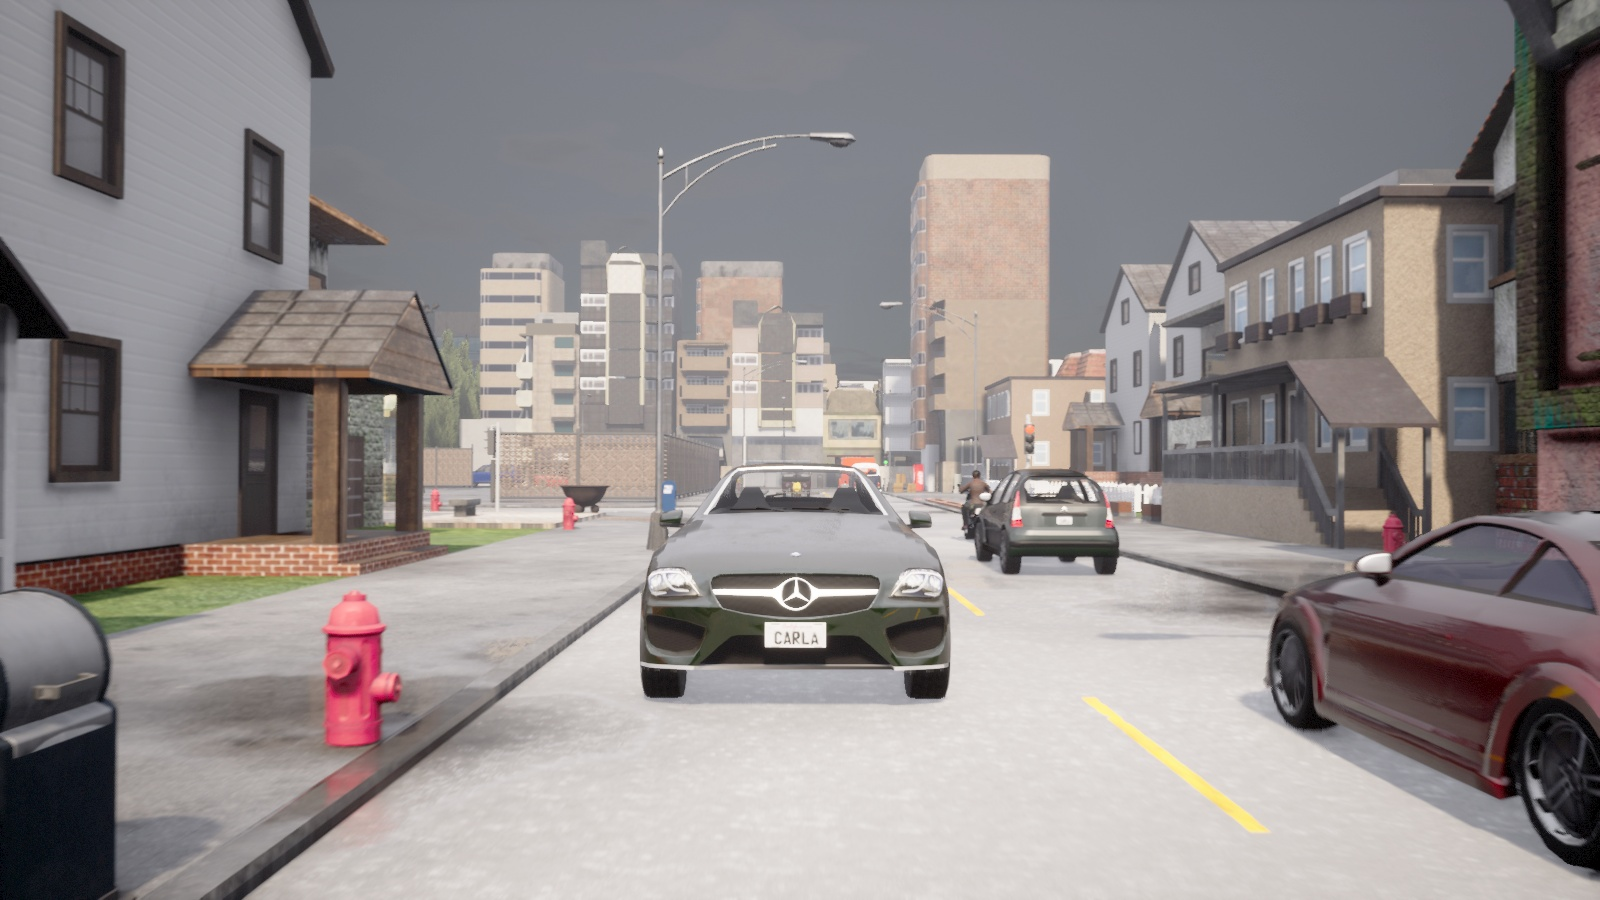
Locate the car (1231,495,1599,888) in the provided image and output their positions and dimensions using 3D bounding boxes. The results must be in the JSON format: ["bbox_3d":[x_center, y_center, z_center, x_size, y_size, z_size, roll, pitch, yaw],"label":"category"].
[{"bbox_3d":[3.982,0.973,6.582,1.994,1.385,4.181,0,-1,0],"label":"car"}]

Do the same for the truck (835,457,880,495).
[{"bbox_3d":[3.803,1.720,84.054,2.627,2.467,5.204,0,-1,-1],"label":"truck"}]

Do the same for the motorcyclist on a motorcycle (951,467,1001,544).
[{"bbox_3d":[3.929,1.222,28.227,0.766,1.649,2.350,0,-1,0],"label":"motorcyclist on a motorcycle"}]

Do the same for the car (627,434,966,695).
[{"bbox_3d":[-0.030,0.769,10.514,2.152,1.651,5.027,0,-1,0],"label":"car"}]

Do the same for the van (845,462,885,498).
[{"bbox_3d":[3.818,1.766,74.247,2.069,2.038,4.480,0,-1,-1],"label":"van"}]

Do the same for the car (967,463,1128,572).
[{"bbox_3d":[3.945,1.043,20.686,1.851,1.617,3.988,0,-1,0],"label":"car"}]
